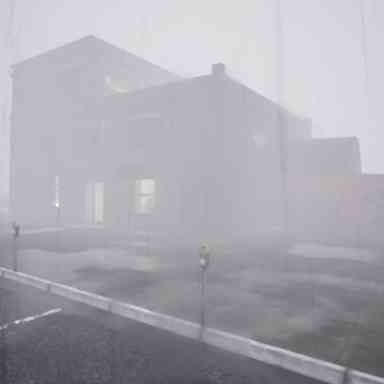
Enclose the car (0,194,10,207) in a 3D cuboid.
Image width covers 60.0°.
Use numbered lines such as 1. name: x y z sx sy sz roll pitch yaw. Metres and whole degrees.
1. car: -22.201 1.294 42.586 1.947 1.339 4.313 2 1 36
